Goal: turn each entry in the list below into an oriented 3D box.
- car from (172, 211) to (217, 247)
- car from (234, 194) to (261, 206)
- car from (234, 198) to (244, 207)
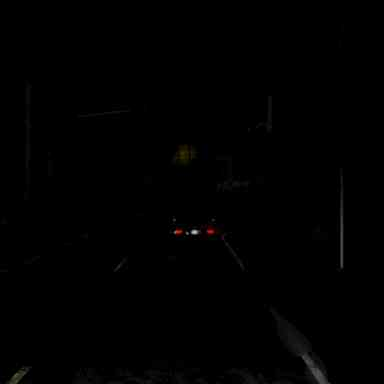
[{"bbox_3d":[0.092,1.568,15.027,2.033,1.411,5.357,0,0,0],"label":"car"},{"bbox_3d":[8.419,1.217,50.858,3.866,1.878,1.905,0,0,-1],"label":"car"},{"bbox_3d":[8.834,1.212,48.348,4.605,1.855,1.932,0,0,-1],"label":"car"}]
